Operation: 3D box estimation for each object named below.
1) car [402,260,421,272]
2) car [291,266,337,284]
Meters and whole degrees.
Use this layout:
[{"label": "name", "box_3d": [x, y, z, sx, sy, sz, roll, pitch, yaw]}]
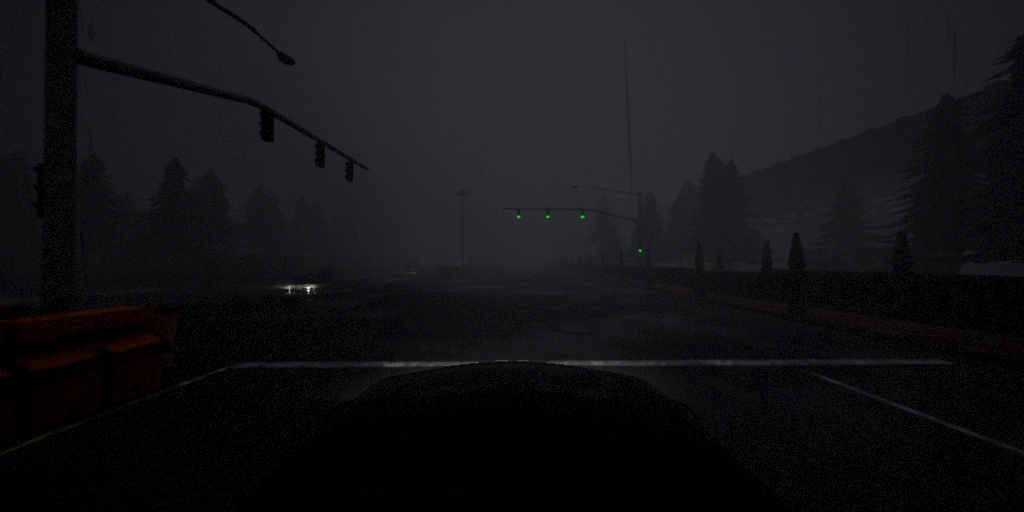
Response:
[{"label": "car", "box_3d": [-17.514, 1.742, 62.892, 2.150, 2.045, 5.566, 0, 1, 0]}, {"label": "car", "box_3d": [-17.505, 1.648, 31.969, 1.882, 1.535, 5.008, 0, 0, 0]}]
